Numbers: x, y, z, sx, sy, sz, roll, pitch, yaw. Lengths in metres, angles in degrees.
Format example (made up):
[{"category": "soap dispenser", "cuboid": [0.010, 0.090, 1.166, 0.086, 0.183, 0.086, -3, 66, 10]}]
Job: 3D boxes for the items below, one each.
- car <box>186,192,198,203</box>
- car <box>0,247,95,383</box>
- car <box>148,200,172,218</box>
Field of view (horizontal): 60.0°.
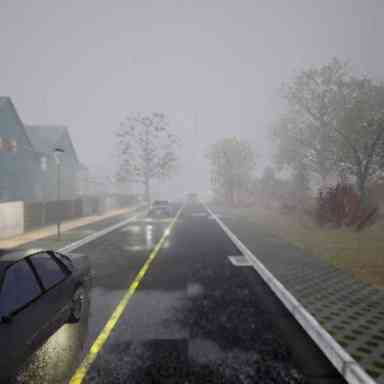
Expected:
[{"category": "car", "cuboid": [0.001, 1.073, 63.650, 2.150, 2.045, 5.566, 0, 0, 0]}, {"category": "car", "cuboid": [-2.841, 1.536, 4.419, 2.033, 1.411, 5.357, 0, 0, 0]}, {"category": "car", "cuboid": [-2.762, 1.454, 29.769, 1.812, 1.442, 4.674, 0, 0, 0]}]
